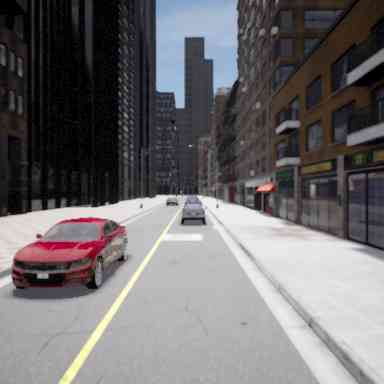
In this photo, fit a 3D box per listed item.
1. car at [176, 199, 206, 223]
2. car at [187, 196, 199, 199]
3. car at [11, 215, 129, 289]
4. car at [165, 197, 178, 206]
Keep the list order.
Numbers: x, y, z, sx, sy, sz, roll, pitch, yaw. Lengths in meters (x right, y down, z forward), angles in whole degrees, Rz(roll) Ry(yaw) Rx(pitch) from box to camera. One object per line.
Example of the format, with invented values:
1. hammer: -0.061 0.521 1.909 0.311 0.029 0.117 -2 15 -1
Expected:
1. car: 0.101 1.519 24.920 2.033 1.411 5.357 0 0 0
2. car: 0.100 1.267 42.959 2.097 1.767 4.553 0 0 0
3. car: -3.091 1.477 9.409 1.882 1.535 5.008 0 0 0
4. car: -3.048 1.439 51.880 2.033 1.411 5.357 0 0 1
